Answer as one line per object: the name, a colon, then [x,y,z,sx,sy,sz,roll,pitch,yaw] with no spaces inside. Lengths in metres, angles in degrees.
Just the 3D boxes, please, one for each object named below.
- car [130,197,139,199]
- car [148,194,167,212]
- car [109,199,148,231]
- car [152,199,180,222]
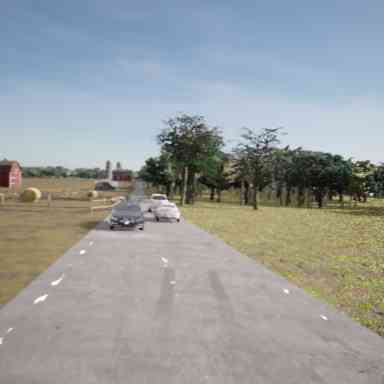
car: [-8.672,1.494,49.986,1.812,1.442,4.674,4,-1,-9]
car: [-4.008,1.308,39.028,2.150,2.045,5.566,4,-1,-9]
car: [-3.782,1.370,19.737,1.837,1.490,4.892,4,-1,-9]
car: [-2.065,1.581,27.301,1.812,1.442,4.674,4,-1,-9]
